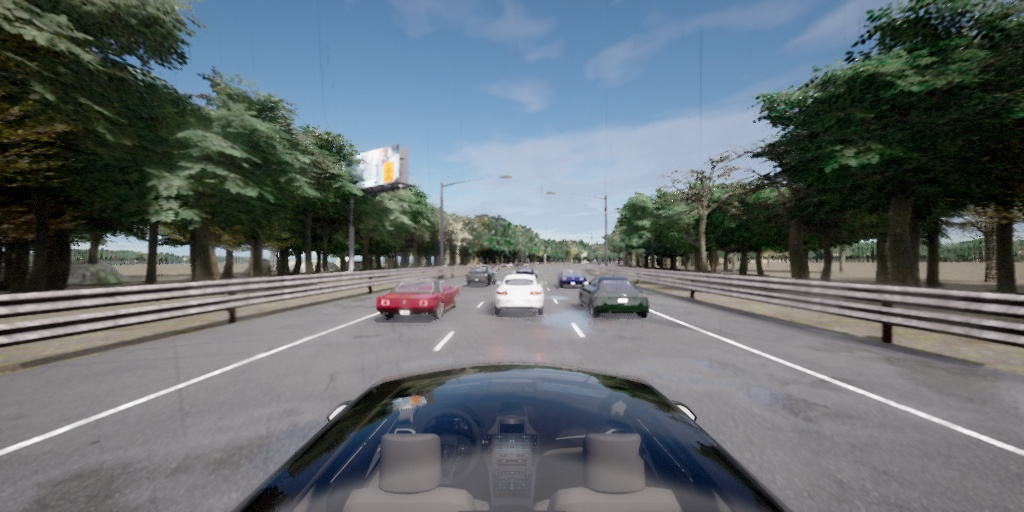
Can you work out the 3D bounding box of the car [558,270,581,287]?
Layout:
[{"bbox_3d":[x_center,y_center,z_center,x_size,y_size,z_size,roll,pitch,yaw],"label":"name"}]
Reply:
[{"bbox_3d":[4.545,1.711,27.858,1.895,1.301,4.718,0,-1,5],"label":"car"}]

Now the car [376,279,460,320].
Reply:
[{"bbox_3d":[-3.223,1.507,13.380,1.895,1.301,4.718,0,-1,3],"label":"car"}]

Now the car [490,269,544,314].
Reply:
[{"bbox_3d":[0.337,1.450,14.580,1.812,1.442,4.674,0,-1,3],"label":"car"}]

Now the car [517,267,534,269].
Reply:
[{"bbox_3d":[1.104,1.611,28.684,2.128,1.511,4.902,0,-1,5],"label":"car"}]

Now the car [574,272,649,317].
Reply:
[{"bbox_3d":[3.818,1.484,14.043,1.994,1.385,4.181,0,-1,3],"label":"car"}]

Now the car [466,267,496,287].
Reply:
[{"bbox_3d":[-2.390,1.611,28.896,2.128,1.511,4.902,0,-1,5],"label":"car"}]
